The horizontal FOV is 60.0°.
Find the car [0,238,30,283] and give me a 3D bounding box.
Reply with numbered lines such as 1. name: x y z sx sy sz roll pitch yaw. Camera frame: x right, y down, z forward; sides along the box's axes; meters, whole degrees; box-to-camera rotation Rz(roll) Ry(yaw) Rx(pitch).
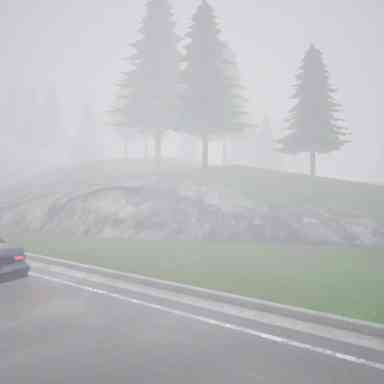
1. car: -6.273 1.548 8.468 5.357 1.411 2.033 0 0 36
